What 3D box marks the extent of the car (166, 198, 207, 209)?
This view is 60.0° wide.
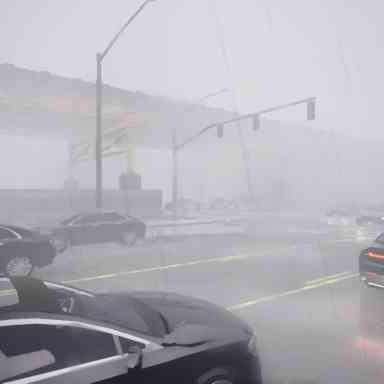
[{"bbox_3d":[-0.582,1.295,38.025,4.536,1.218,1.853,0,0,8],"label":"car"}]

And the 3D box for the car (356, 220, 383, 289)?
[{"bbox_3d":[5.901,1.505,7.947,4.892,1.490,1.837,0,0,-35],"label":"car"}]

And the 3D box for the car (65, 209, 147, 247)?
[{"bbox_3d":[-4.259,1.505,13.842,4.892,1.490,1.837,0,0,-35],"label":"car"}]

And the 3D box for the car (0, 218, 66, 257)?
[{"bbox_3d":[-6.002,1.505,8.310,4.892,1.490,1.837,0,0,-35],"label":"car"}]

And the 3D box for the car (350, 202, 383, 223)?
[{"bbox_3d":[12.767,1.547,23.142,2.033,1.411,5.357,0,0,36],"label":"car"}]

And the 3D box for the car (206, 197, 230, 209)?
[{"bbox_3d":[3.238,1.295,40.741,1.853,1.218,4.536,0,0,18],"label":"car"}]

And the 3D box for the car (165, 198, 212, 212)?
[{"bbox_3d":[-0.530,1.453,38.017,4.974,1.542,2.038,0,0,8],"label":"car"}]

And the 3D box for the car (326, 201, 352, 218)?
[{"bbox_3d":[13.859,1.547,30.096,2.033,1.411,5.357,0,0,40],"label":"car"}]

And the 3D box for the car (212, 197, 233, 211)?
[{"bbox_3d":[3.222,1.453,40.692,2.038,1.542,4.974,0,0,18],"label":"car"}]

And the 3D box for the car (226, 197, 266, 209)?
[{"bbox_3d":[7.143,1.452,44.440,4.974,1.542,2.038,0,0,-7],"label":"car"}]

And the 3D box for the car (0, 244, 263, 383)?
[{"bbox_3d":[-1.529,1.491,2.664,4.902,1.511,2.128,0,0,-35],"label":"car"}]

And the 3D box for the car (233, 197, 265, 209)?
[{"bbox_3d":[7.092,1.295,44.434,4.536,1.218,1.853,0,0,-7],"label":"car"}]
